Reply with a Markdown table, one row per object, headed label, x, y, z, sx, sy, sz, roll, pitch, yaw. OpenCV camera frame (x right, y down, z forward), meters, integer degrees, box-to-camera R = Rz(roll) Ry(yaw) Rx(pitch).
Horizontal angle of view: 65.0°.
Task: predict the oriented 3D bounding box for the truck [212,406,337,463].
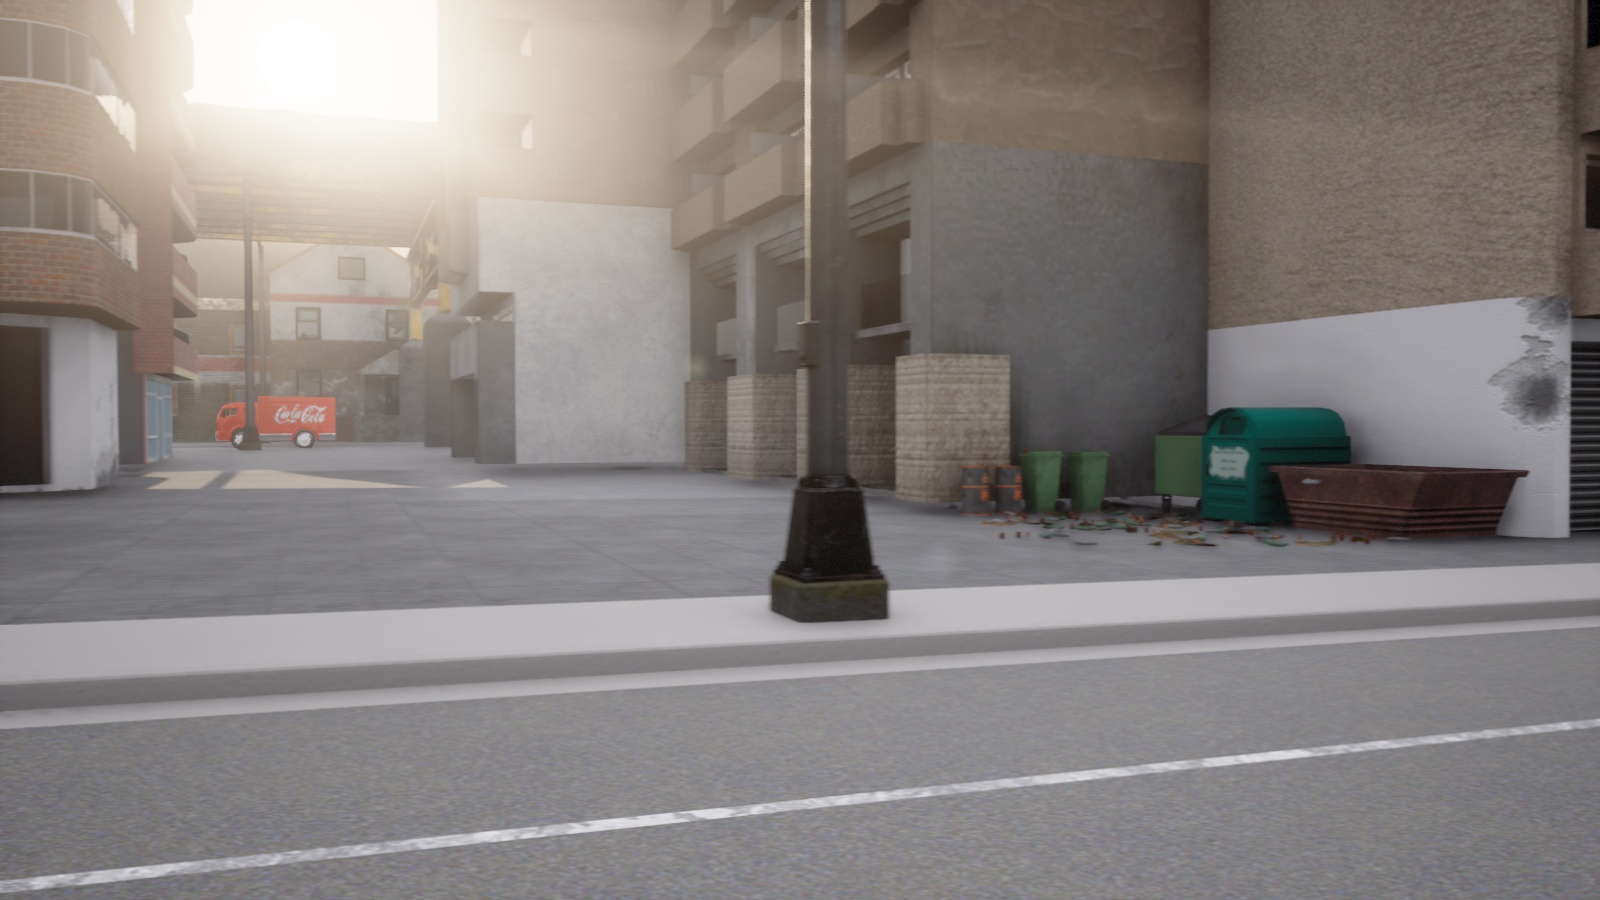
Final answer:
| label | x | y | z | sx | sy | sz | roll | pitch | yaw |
| --- | --- | --- | --- | --- | --- | --- | --- | --- | --- |
| truck | -24.458 | -0.735 | 58.686 | 5.204 | 2.467 | 2.627 | -2 | 1 | -21 |
